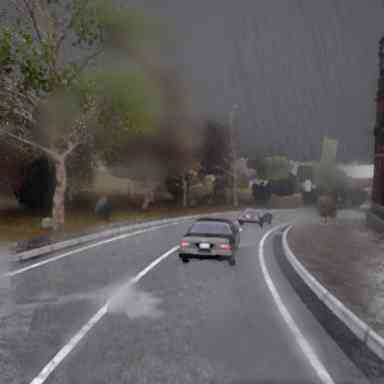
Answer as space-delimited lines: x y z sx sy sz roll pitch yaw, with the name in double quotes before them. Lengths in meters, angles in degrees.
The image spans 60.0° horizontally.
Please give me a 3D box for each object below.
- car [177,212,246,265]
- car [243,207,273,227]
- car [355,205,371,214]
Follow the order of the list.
"car" 0.813 1.676 12.360 2.033 1.411 5.357 1 0 10
"car" 5.078 1.896 26.329 2.033 1.411 5.357 3 0 24
"car" 31.953 3.182 61.334 4.674 1.442 1.812 3 2 -40
